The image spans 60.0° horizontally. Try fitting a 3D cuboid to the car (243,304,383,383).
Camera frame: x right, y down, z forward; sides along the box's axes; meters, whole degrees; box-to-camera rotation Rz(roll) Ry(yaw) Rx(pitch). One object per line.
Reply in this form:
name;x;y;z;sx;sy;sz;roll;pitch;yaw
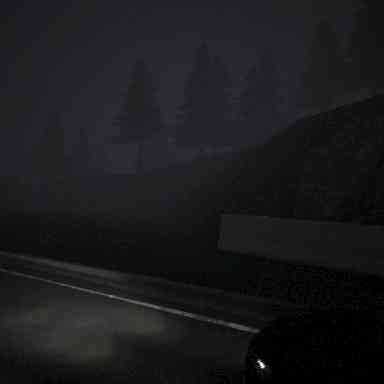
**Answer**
car;2.662;1.502;2.049;4.902;1.511;2.128;1;1;38
